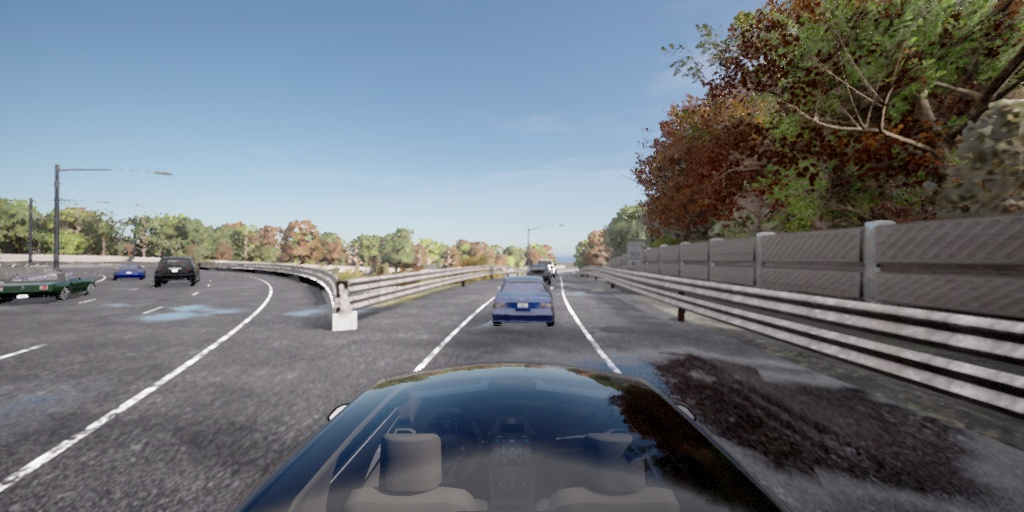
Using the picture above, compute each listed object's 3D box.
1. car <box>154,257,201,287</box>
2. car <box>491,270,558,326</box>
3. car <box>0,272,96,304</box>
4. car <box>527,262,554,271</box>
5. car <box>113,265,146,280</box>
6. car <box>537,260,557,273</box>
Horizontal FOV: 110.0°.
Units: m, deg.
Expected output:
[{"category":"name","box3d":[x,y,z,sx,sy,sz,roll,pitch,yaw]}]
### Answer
[{"category":"car","box3d":[-24.431,1.104,26.294,2.150,2.045,5.566,0,-1,-39]},{"category":"car","box3d":[0.421,1.359,11.898,2.033,1.411,5.357,0,0,3]},{"category":"car","box3d":[-21.993,1.429,17.054,1.895,1.301,4.718,0,0,-34]},{"category":"car","box3d":[2.137,1.432,28.066,1.837,1.490,4.892,0,-1,7]},{"category":"car","box3d":[-35.688,1.482,33.515,1.994,1.385,4.181,0,0,-45]},{"category":"car","box3d":[3.792,1.477,40.850,2.150,2.045,5.566,0,-2,7]}]
